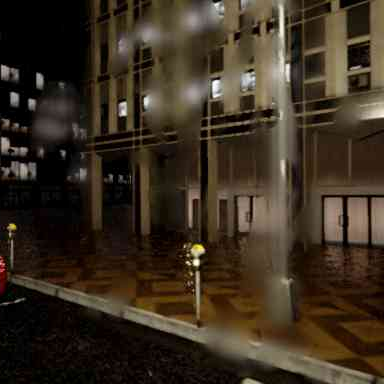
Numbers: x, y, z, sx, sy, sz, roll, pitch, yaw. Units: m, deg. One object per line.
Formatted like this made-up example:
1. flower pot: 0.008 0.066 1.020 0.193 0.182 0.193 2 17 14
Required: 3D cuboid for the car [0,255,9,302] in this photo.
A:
1. car: -5.621 1.430 6.890 4.097 1.590 1.967 0 0 35
